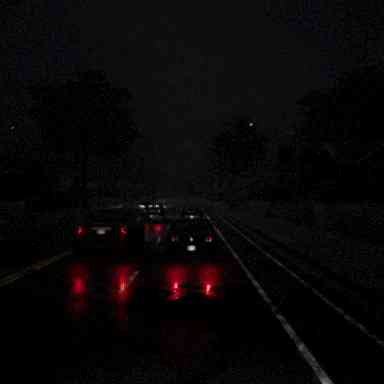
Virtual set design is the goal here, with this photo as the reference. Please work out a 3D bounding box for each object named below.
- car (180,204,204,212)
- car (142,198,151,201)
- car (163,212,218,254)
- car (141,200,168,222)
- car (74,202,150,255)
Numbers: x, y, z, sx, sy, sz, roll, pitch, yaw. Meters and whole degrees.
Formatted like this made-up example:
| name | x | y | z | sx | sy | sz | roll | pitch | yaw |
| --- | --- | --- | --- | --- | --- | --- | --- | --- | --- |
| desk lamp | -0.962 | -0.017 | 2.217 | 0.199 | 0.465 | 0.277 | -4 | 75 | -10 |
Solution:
| name | x | y | z | sx | sy | sz | roll | pitch | yaw |
| --- | --- | --- | --- | --- | --- | --- | --- | --- | --- |
| car | -0.013 | 1.784 | 29.308 | 1.837 | 1.490 | 4.892 | 0 | 0 | 0 |
| car | -9.793 | 2.025 | 71.800 | 2.097 | 1.767 | 4.553 | 0 | -1 | 0 |
| car | -0.007 | 1.735 | 14.113 | 1.895 | 1.301 | 4.718 | 0 | 0 | 0 |
| car | -3.262 | 1.768 | 29.295 | 2.128 | 1.511 | 4.902 | 0 | 0 | 0 |
| car | -3.256 | 1.483 | 14.067 | 2.097 | 1.767 | 4.553 | 0 | -1 | 0 |
